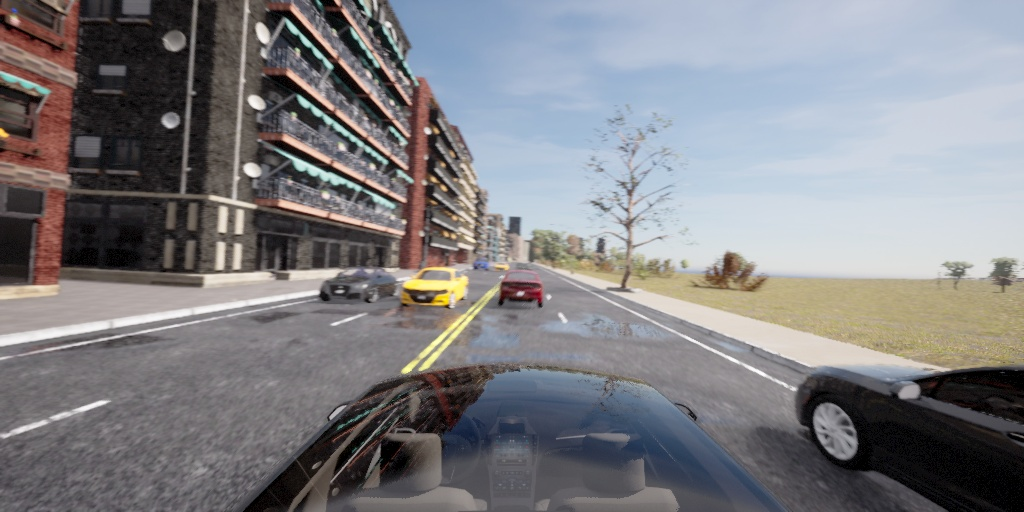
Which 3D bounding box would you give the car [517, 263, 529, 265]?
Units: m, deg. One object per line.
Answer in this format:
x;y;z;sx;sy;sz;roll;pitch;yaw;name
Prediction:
1.263;1.564;41.327;2.097;1.767;4.553;3;-1;2;car

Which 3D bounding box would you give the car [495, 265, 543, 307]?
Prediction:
0.438;1.404;17.012;1.882;1.535;5.008;3;0;2;car

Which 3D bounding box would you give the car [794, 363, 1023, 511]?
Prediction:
4.226;1.462;2.252;1.837;1.490;4.892;3;-1;2;car

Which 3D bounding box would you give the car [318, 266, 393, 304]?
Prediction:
-6.321;1.150;15.271;1.994;1.385;4.181;3;-1;2;car

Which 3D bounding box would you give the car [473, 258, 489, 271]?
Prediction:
-4.849;1.297;56.727;2.150;2.045;5.566;3;0;3;car

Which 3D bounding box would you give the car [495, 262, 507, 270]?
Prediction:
-1.628;1.705;56.429;1.882;1.535;5.008;3;0;2;car

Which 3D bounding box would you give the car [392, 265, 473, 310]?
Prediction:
-3.076;1.217;15.072;1.882;1.535;5.008;3;-1;2;car
